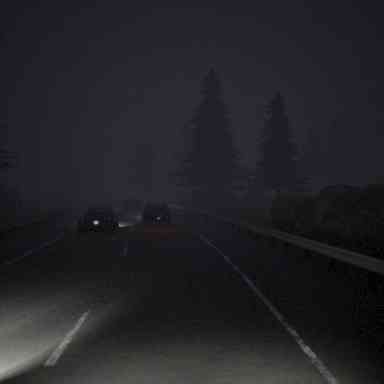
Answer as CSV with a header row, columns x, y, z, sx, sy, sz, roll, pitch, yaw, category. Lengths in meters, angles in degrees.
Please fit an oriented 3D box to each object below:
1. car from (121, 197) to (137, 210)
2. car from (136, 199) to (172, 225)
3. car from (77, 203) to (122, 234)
x,y,z,sx,sy,sz,roll,pitch,yaw,category
-7.672,1.434,41.460,1.882,1.535,5.008,0,0,-20,car
-2.632,1.465,23.812,2.128,1.511,4.902,0,0,-12,car
-5.277,1.548,19.079,1.994,1.385,4.181,0,0,-10,car
